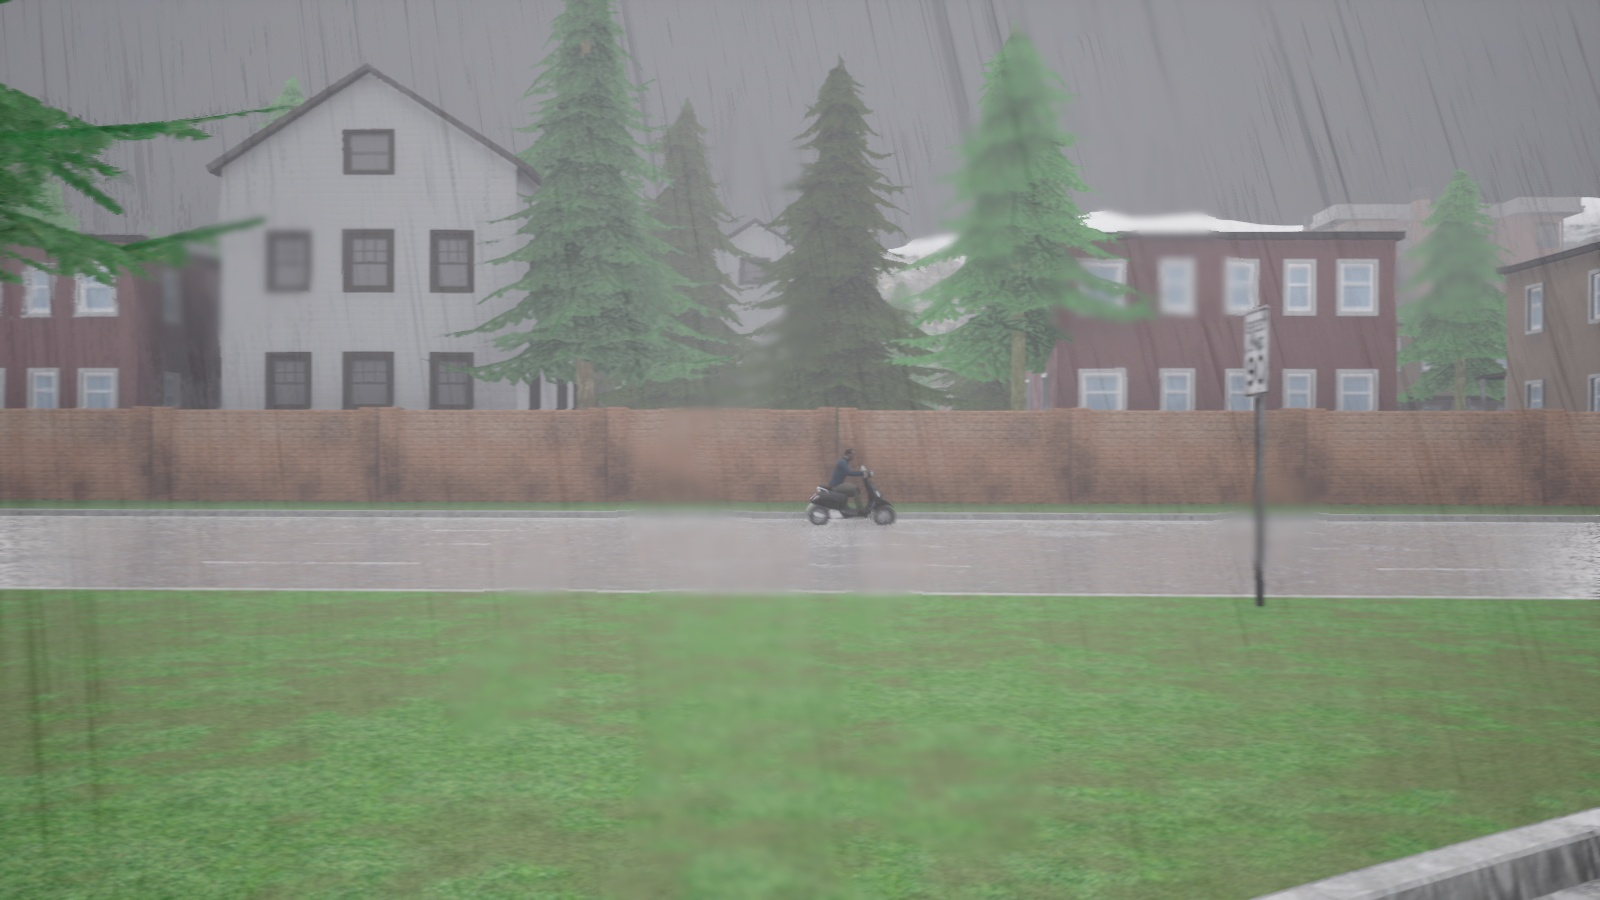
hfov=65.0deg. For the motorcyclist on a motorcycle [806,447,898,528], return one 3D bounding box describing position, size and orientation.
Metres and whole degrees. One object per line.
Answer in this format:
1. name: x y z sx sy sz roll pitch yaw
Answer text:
1. motorcyclist on a motorcycle: 1.044 0.743 25.196 1.817 1.590 0.866 0 0 2
